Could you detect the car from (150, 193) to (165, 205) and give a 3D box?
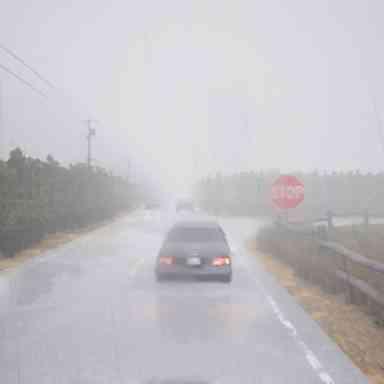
[{"bbox_3d":[-5.604,1.080,54.418,2.097,1.767,4.553,0,0,-2],"label":"car"}]

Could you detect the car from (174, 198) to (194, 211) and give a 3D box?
[{"bbox_3d":[-0.864,1.345,36.060,1.812,1.442,4.674,0,0,-5],"label":"car"}]

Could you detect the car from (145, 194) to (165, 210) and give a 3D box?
[{"bbox_3d":[-4.525,1.351,39.357,2.033,1.411,5.357,0,0,-5],"label":"car"}]

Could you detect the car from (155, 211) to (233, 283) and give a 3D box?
[{"bbox_3d":[0.138,1.499,9.528,2.033,1.411,5.357,0,0,2],"label":"car"}]
